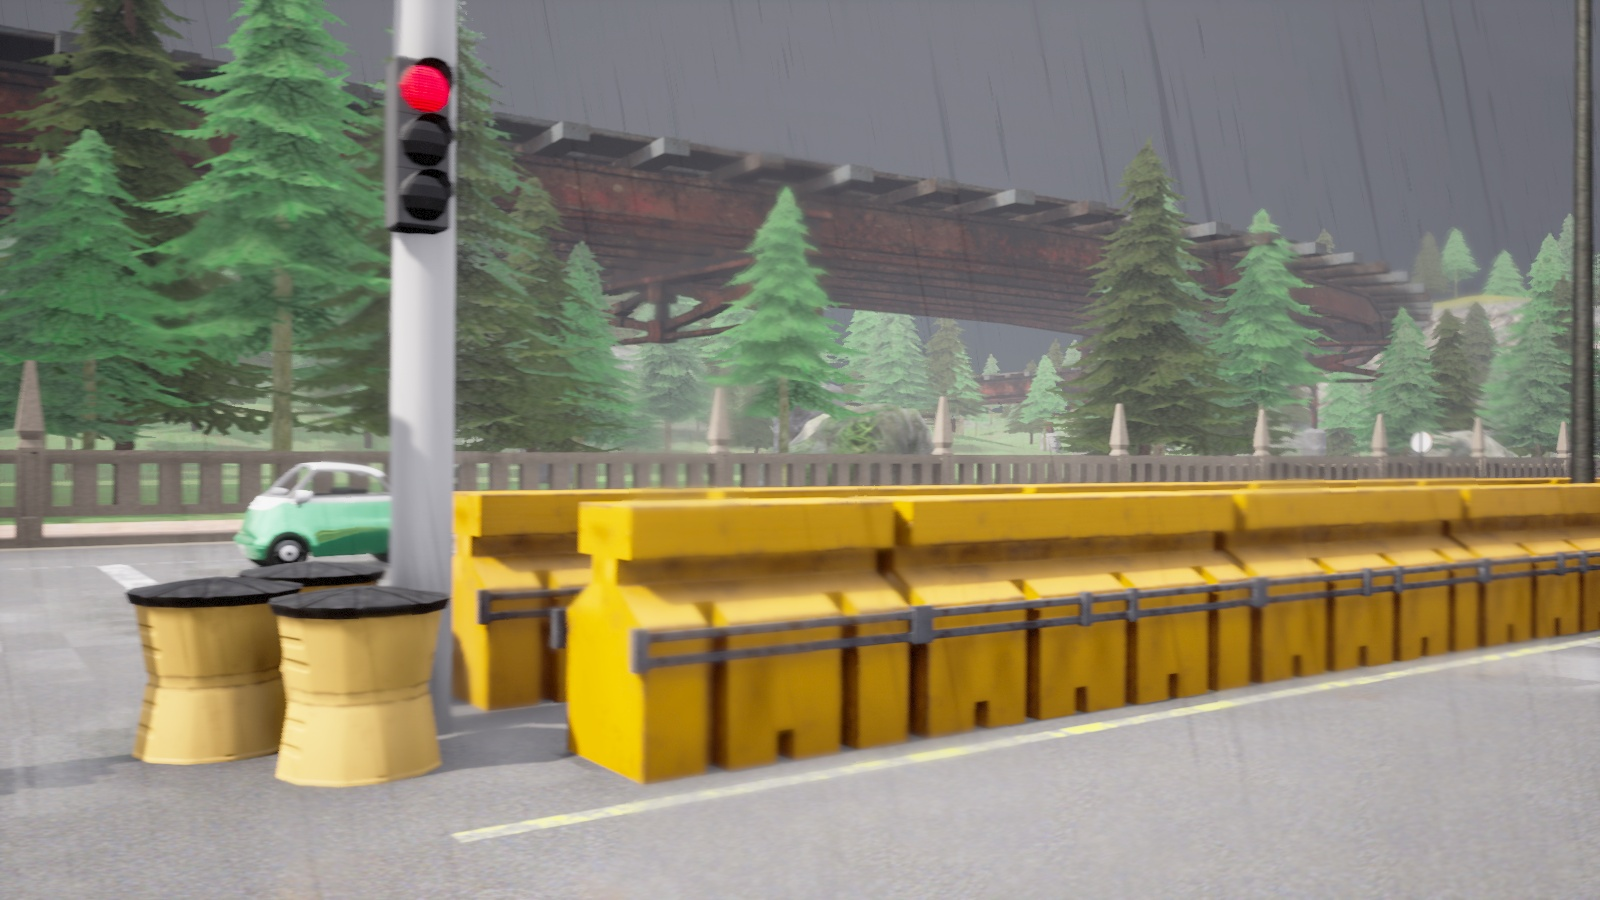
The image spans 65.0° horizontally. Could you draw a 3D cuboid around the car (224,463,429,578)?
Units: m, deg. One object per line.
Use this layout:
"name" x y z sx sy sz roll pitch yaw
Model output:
"car" -6.185 0.867 16.411 2.207 1.376 1.481 1 -1 -35
